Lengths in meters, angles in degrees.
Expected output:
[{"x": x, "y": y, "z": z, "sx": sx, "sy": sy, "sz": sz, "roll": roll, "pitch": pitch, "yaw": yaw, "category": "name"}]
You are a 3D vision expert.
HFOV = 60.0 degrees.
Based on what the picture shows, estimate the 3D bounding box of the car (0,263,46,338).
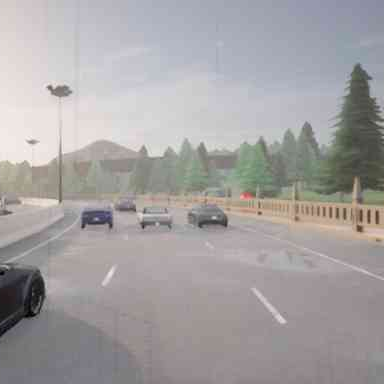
[{"x": -3.714, "y": 1.571, "z": 4.701, "sx": 1.994, "sy": 1.385, "sz": 4.181, "roll": 0, "pitch": 0, "yaw": -3, "category": "car"}]

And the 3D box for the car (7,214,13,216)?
[{"x": -13.648, "y": 1.620, "z": 22.434, "sx": 1.895, "sy": 1.301, "sz": 4.718, "roll": 0, "pitch": 0, "yaw": -14, "category": "car"}]

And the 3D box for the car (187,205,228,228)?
[{"x": 0.933, "y": 1.528, "z": 22.110, "sx": 1.994, "sy": 1.385, "sz": 4.181, "roll": 0, "pitch": 0, "yaw": -12, "category": "car"}]

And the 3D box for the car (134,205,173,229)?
[{"x": -2.507, "y": 1.579, "z": 21.711, "sx": 1.895, "sy": 1.301, "sz": 4.718, "roll": 0, "pitch": 0, "yaw": -12, "category": "car"}]

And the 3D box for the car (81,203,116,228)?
[{"x": -6.251, "y": 1.469, "z": 22.306, "sx": 1.882, "sy": 1.535, "sz": 5.008, "roll": 0, "pitch": 0, "yaw": -13, "category": "car"}]

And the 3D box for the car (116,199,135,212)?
[{"x": -7.792, "y": 1.537, "z": 38.603, "sx": 1.994, "sy": 1.385, "sz": 4.181, "roll": 0, "pitch": 0, "yaw": -21, "category": "car"}]
